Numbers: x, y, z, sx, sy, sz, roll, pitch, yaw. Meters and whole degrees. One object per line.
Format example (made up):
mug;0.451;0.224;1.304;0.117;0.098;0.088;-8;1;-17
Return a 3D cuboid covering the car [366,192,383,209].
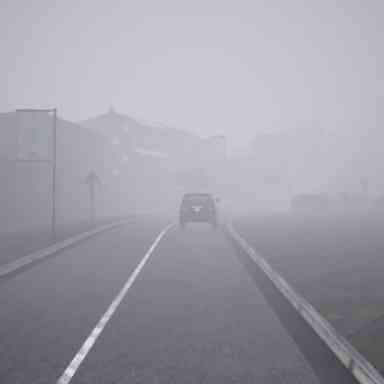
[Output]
car;21.051;0.858;34.064;2.435;2.045;5.566;-3;-1;-12

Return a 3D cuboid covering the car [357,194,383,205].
car;26.481;1.056;47.781;2.231;1.521;4.892;-3;-1;-12

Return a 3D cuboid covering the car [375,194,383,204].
car;29.209;0.933;48.354;2.002;1.452;4.674;-3;-1;-12

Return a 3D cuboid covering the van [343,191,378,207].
van;23.764;0.982;47.087;1.878;1.987;4.442;-3;-1;-12

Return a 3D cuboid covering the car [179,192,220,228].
car;0.537;1.018;20.636;2.150;2.045;5.566;0;1;6
